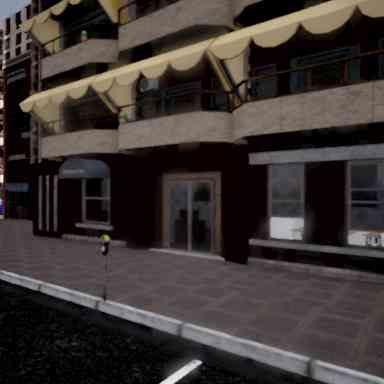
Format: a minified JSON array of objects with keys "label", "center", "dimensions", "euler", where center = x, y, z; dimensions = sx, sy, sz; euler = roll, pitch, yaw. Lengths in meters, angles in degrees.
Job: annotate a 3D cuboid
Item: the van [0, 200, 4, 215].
[{"label":"van","center":[-21.567,1.708,35.841],"dimensions":[1.690,1.788,3.998],"euler":[-1,-2,35]}]
